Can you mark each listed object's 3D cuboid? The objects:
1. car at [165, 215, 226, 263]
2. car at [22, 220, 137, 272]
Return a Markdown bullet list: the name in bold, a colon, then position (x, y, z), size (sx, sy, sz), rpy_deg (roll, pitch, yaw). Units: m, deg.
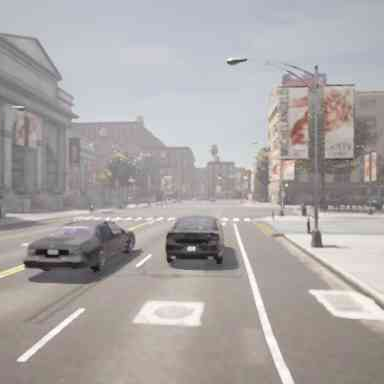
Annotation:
- **car**: position (0.243, 1.600, 12.622), size (1.882, 1.535, 5.008), rpy_deg (0, 0, 6)
- **car**: position (-3.421, 1.656, 11.267), size (2.033, 1.411, 5.357), rpy_deg (0, -1, 6)
